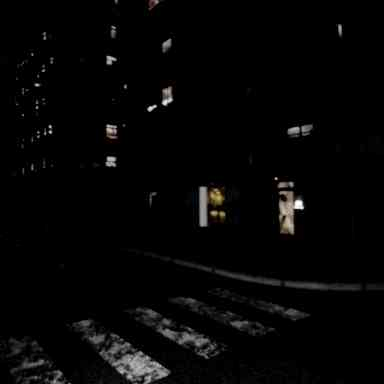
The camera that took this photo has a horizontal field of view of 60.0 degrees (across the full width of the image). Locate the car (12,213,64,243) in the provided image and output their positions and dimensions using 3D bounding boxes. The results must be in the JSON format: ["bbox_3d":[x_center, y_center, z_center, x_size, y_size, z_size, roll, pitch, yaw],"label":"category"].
[{"bbox_3d":[-8.315,1.788,17.733,1.752,1.417,4.829,1,-1,-39],"label":"car"}]
